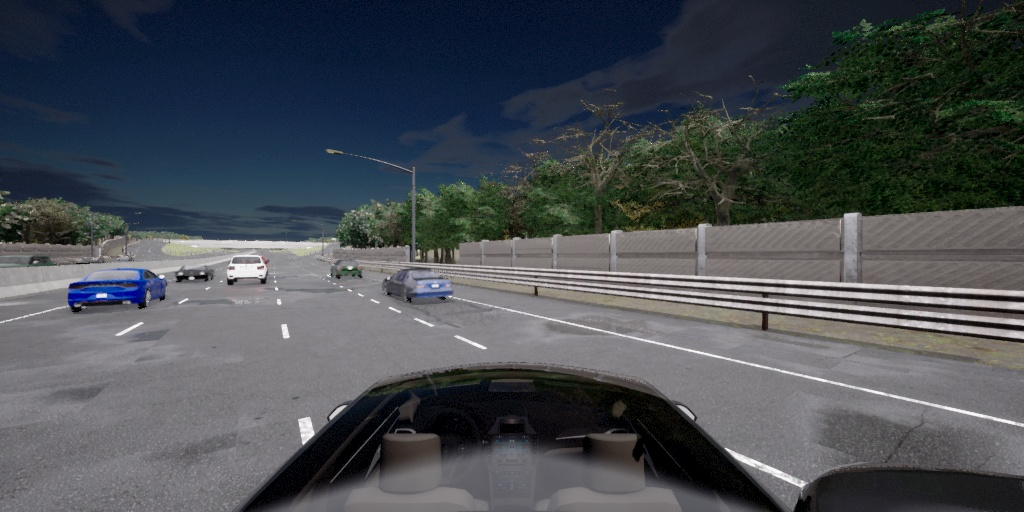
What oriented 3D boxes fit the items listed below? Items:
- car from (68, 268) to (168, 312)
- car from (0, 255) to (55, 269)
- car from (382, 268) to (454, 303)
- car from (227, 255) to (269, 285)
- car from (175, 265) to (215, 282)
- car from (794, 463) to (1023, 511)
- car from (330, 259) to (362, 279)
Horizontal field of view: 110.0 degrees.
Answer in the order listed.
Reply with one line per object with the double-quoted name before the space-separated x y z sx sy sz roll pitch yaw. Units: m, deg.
"car" -15.562 1.221 14.438 1.882 1.535 5.008 0 0 -34
"car" -36.644 0.944 26.641 2.150 2.045 5.566 0 0 -34
"car" -4.598 1.295 16.964 2.033 1.411 5.357 0 0 -34
"car" -19.278 0.957 26.233 2.150 2.045 5.566 0 0 -34
"car" -24.909 1.331 28.343 1.895 1.301 4.718 0 0 -34
"car" 2.985 1.315 0.487 4.181 1.385 1.994 0 0 34
"car" -15.146 1.086 32.635 2.097 1.767 4.553 0 0 -34
